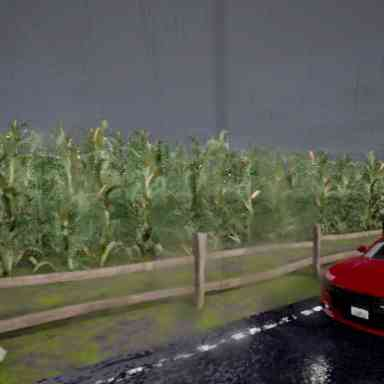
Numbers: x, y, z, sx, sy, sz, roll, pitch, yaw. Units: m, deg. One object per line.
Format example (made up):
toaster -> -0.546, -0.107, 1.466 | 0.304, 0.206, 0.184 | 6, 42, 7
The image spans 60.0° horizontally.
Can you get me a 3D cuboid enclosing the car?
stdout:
car -> 4.451, 1.450, 6.218 | 5.008, 1.535, 1.882 | 0, 0, -35
